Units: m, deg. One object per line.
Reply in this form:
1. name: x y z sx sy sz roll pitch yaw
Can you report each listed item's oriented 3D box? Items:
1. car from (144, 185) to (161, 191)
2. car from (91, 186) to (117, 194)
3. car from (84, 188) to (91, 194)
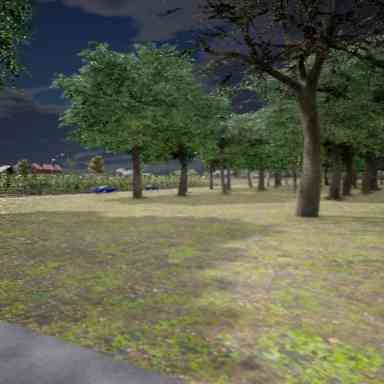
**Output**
1. car: -9.506 -1.020 80.427 1.837 1.490 4.892 -1 2 30
2. car: -17.292 -0.463 67.107 1.882 1.535 5.008 -1 2 31
3. car: -19.934 -0.329 68.046 1.994 1.385 4.181 -1 2 30
